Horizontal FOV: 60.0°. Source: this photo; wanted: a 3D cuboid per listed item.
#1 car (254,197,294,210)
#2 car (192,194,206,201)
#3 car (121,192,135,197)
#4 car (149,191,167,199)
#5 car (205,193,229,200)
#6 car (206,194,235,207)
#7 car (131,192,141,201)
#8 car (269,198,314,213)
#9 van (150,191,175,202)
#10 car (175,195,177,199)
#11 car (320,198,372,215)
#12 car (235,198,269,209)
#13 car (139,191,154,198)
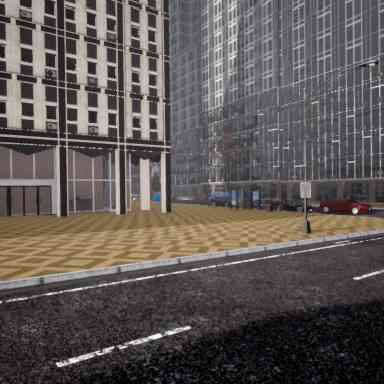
[{"bbox_3d":[10.048,1.369,40.884,1.895,1.301,4.718,-1,1,-35],"label":"car"},{"bbox_3d":[1.659,1.043,63.397,1.802,1.307,4.206,0,1,-34],"label":"car"},{"bbox_3d":[-17.604,0.688,91.536,2.008,1.369,4.403,0,1,-34],"label":"car"},{"bbox_3d":[-7.973,0.615,77.464,2.192,1.841,5.009,0,1,-34],"label":"car"},{"bbox_3d":[4.403,1.241,49.137,1.994,1.385,4.181,-1,1,-34],"label":"car"},{"bbox_3d":[4.330,1.319,44.566,1.947,1.339,4.313,0,1,-34],"label":"car"},{"bbox_3d":[-11.678,1.039,68.044,2.008,1.369,4.403,0,1,-34],"label":"car"},{"bbox_3d":[10.689,1.424,35.141,1.947,1.339,4.313,0,1,-34],"label":"car"},{"bbox_3d":[-5.256,0.937,58.662,1.690,1.788,3.998,0,1,-34],"label":"van"},{"bbox_3d":[-4.762,0.936,72.777,1.802,1.307,4.206,0,1,-34],"label":"car"},{"bbox_3d":[15.266,1.330,33.240,1.882,1.535,5.008,-1,1,-34],"label":"car"},{"bbox_3d":[7.492,1.388,39.843,1.802,1.307,4.206,0,1,-34],"label":"car"},{"bbox_3d":[-11.183,0.686,82.155,1.967,1.590,4.097,0,1,-34],"label":"car"}]
